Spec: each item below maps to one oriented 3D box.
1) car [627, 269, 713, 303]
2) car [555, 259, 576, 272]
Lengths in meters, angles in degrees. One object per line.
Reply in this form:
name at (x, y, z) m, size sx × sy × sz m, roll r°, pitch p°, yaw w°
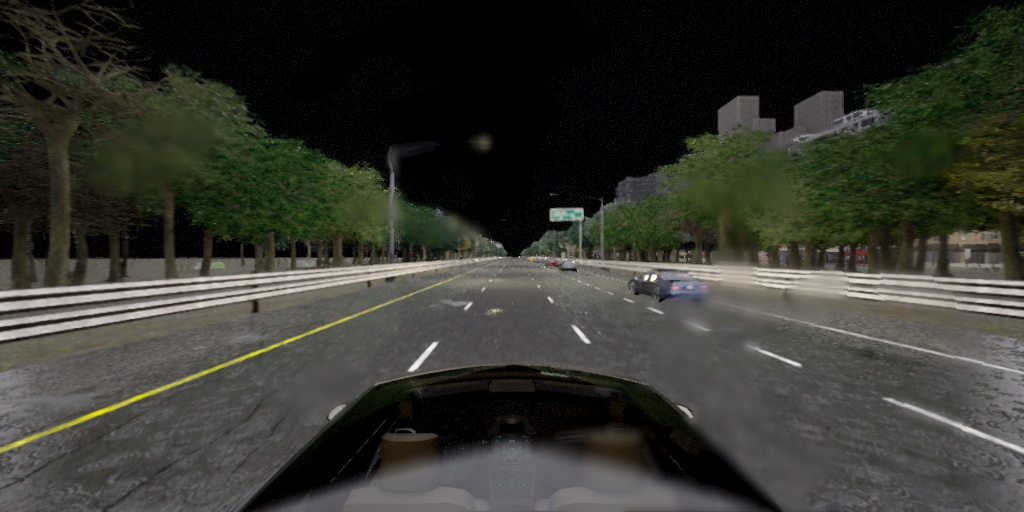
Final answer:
car at (7.010, 1.304, 16.545) m, size 2.033 × 1.411 × 5.357 m, roll 0°, pitch 0°, yaw 0°
car at (7.103, 1.320, 46.490) m, size 1.994 × 1.385 × 4.181 m, roll 0°, pitch 0°, yaw 0°
